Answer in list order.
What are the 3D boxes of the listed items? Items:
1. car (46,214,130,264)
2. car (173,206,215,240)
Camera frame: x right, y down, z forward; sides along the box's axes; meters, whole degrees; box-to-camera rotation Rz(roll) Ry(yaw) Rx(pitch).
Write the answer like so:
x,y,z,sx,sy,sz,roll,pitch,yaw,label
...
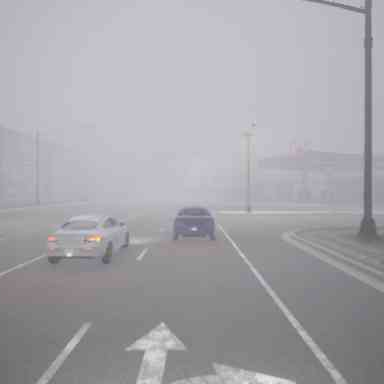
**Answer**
x,y,z,sx,sy,sz,roll,pitch,yaw,label
-3.416,1.488,11.562,1.812,1.442,4.674,0,0,0,car
0.095,1.420,16.604,1.882,1.535,5.008,0,0,0,car
